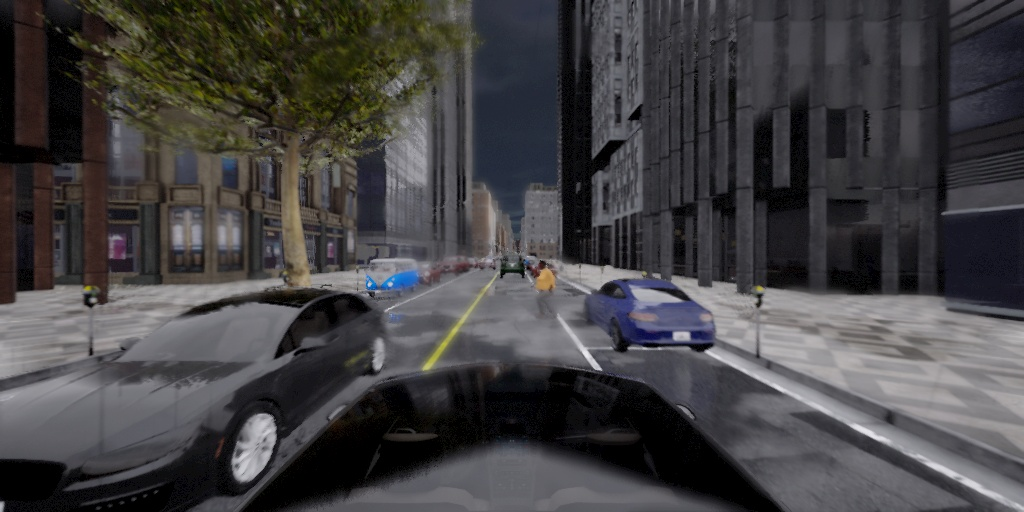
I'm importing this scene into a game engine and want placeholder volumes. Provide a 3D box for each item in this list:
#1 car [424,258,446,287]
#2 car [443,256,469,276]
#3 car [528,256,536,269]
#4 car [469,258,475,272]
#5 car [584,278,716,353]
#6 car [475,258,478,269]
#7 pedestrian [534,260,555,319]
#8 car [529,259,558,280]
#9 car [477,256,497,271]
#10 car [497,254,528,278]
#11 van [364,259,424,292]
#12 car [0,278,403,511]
[{"bbox_3d":[-5.860,1.098,23.448,1.967,1.591,4.097,0,0,0],"label":"car"},{"bbox_3d":[-5.861,0.932,34.728,2.192,1.841,5.009,0,0,0],"label":"car"},{"bbox_3d":[2.665,1.058,34.714,1.967,1.591,4.097,0,0,0],"label":"car"},{"bbox_3d":[-5.861,0.912,40.366,2.192,1.841,5.009,0,0,0],"label":"car"},{"bbox_3d":[2.999,1.242,8.643,1.812,1.442,4.674,0,0,0],"label":"car"},{"bbox_3d":[-5.862,1.004,51.645,1.967,1.591,4.097,0,0,0],"label":"car"},{"bbox_3d":[0.997,0.998,10.943,0.375,1.860,0.375,0,0,-15],"label":"pedestrian"},{"bbox_3d":[2.665,1.183,29.075,1.888,1.381,4.507,0,0,0],"label":"car"},{"bbox_3d":[-3.088,1.104,46.498,1.812,1.442,4.674,0,0,0],"label":"car"},{"bbox_3d":[0.063,0.851,32.376,2.150,2.045,5.566,0,1,1],"label":"car"},{"bbox_3d":[-5.859,1.019,17.808,1.690,1.789,3.998,0,0,0],"label":"van"},{"bbox_3d":[-3.101,1.239,4.550,1.837,1.490,4.892,0,0,0],"label":"car"}]
